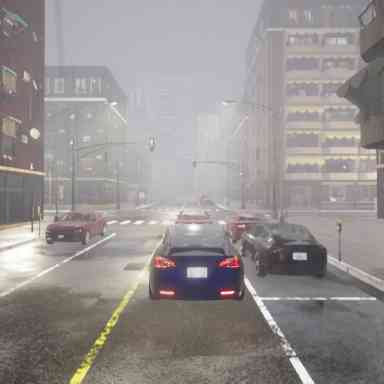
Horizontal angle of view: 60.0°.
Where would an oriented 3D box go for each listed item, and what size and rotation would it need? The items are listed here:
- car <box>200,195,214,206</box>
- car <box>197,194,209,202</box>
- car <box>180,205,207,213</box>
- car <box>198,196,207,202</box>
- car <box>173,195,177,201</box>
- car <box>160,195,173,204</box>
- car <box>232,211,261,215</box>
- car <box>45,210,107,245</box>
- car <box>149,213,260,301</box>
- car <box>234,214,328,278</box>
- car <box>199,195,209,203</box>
[{"bbox_3d":[2.674,1.570,53.726,1.887,1.381,4.507,1,0,0],"label":"car"},{"bbox_3d":[2.573,1.351,63.672,2.192,1.841,5.009,1,0,0],"label":"car"},{"bbox_3d":[0.084,1.605,18.104,1.895,1.301,4.718,0,0,0],"label":"car"},{"bbox_3d":[2.528,1.624,82.174,1.947,1.339,4.313,1,0,0],"label":"car"},{"bbox_3d":[-5.355,1.612,87.848,1.887,1.381,4.507,1,0,0],"label":"car"},{"bbox_3d":[-5.359,1.588,65.090,2.008,1.369,4.403,1,0,0],"label":"car"},{"bbox_3d":[2.565,1.548,15.670,1.887,1.381,4.507,1,0,0],"label":"car"},{"bbox_3d":[-5.282,1.548,15.638,1.887,1.381,4.507,1,0,0],"label":"car"},{"bbox_3d":[0.096,1.505,8.381,2.163,1.488,4.792,0,0,0],"label":"car"},{"bbox_3d":[2.568,1.568,9.999,1.947,1.339,4.313,1,0,0],"label":"car"},{"bbox_3d":[2.536,1.484,70.795,1.967,1.590,4.097,1,0,0],"label":"car"}]
